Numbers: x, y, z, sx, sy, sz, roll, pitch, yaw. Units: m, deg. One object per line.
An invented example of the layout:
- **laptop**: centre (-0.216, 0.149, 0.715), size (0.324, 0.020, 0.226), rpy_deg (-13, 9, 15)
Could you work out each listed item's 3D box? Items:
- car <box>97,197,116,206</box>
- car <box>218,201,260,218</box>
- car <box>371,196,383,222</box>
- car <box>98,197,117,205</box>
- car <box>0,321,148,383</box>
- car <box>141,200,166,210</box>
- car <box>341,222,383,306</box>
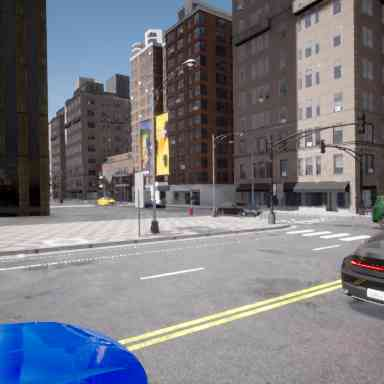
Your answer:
- **car**: centre (-15.363, 1.695, 59.588), size (1.882, 1.535, 5.008), rpy_deg (-1, 0, -35)
- **car**: centre (4.337, 1.622, 31.447), size (1.812, 1.442, 4.674), rpy_deg (-1, 1, -35)
- **car**: centre (13.009, 1.226, 18.479), size (2.150, 2.045, 5.566), rpy_deg (0, 0, -32)
- **car**: centre (-17.193, 1.741, 67.583), size (2.033, 1.411, 5.357), rpy_deg (-1, 0, -35)
- **car**: centre (-2.577, 1.478, 1.603), size (5.008, 1.535, 1.882), rpy_deg (0, 0, -35)
- **car**: centre (-5.370, 1.755, 45.241), size (1.895, 1.301, 4.718), rpy_deg (-1, 0, -35)
- **car**: centre (5.114, 1.504, 7.092), size (4.892, 1.490, 1.837), rpy_deg (0, 0, -36)
